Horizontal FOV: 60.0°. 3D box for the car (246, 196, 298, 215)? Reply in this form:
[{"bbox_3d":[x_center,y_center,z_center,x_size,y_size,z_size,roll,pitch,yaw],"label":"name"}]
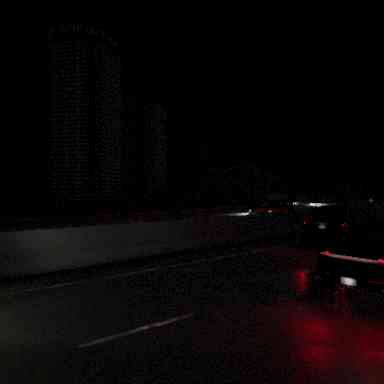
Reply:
[{"bbox_3d":[5.723,1.376,23.685,2.097,1.767,4.553,0,0,41],"label":"car"}]

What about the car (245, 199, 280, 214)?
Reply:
[{"bbox_3d":[8.091,1.586,37.746,2.033,1.411,5.357,0,0,34],"label":"car"}]

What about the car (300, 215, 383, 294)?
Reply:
[{"bbox_3d":[4.839,1.497,7.962,4.902,1.511,2.128,0,0,-41],"label":"car"}]

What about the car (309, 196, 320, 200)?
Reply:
[{"bbox_3d":[24.916,1.580,67.700,2.128,1.511,4.902,0,0,13],"label":"car"}]

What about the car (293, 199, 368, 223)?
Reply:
[{"bbox_3d":[6.546,1.363,14.255,4.553,1.767,2.097,0,0,-44],"label":"car"}]

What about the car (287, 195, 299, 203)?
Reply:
[{"bbox_3d":[22.987,1.573,75.928,2.128,1.511,4.902,0,0,11],"label":"car"}]

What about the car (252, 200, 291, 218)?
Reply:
[{"bbox_3d":[7.547,1.557,31.220,1.812,1.442,4.674,0,0,38],"label":"car"}]
